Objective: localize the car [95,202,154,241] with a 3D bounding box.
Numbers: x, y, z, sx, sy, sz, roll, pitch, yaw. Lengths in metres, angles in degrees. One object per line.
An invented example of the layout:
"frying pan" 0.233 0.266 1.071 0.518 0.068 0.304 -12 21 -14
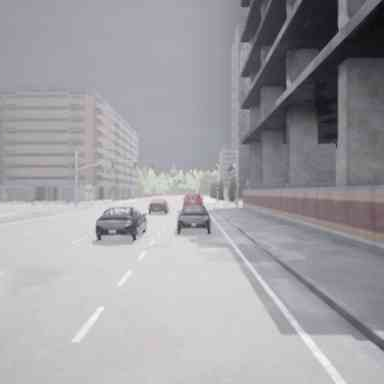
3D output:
"car" -3.397 1.479 16.639 2.128 1.511 4.902 0 0 0

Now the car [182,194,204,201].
"car" 0.106 1.192 36.820 2.150 2.045 5.566 0 0 0

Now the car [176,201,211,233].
"car" 0.103 1.476 19.410 2.128 1.511 4.902 0 0 0

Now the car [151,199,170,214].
"car" -3.393 1.451 34.633 1.882 1.535 5.008 0 0 0
